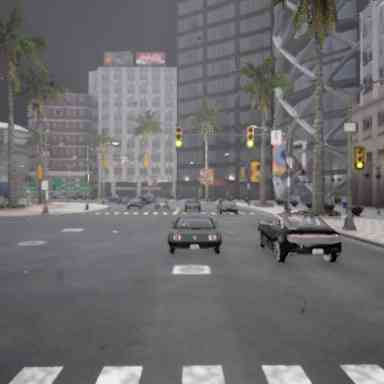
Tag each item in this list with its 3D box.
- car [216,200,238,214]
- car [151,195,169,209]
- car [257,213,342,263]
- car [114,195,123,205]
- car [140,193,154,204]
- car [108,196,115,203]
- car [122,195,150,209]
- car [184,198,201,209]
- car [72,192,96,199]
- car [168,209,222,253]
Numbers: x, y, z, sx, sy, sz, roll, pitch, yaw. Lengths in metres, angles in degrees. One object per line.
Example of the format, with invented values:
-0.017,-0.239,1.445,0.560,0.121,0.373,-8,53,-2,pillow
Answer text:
3.593,1.531,34.501,2.033,1.411,5.357,0,0,0,car
-3.954,1.470,44.138,2.128,1.511,4.902,0,0,-5,car
3.597,1.486,11.934,2.128,1.511,4.902,0,0,0,car
-11.461,1.536,57.576,1.994,1.385,4.181,0,0,-29,car
-7.609,1.194,58.224,2.150,2.045,5.566,0,0,-28,car
-14.939,1.445,67.290,5.008,1.535,1.882,0,0,41,car
-7.331,1.526,44.026,2.033,1.411,5.357,0,0,0,car
0.058,1.473,39.820,2.128,1.511,4.902,0,0,-1,car
-22.159,0.805,68.266,5.566,2.045,2.150,0,0,32,car
0.097,1.594,13.658,1.895,1.301,4.718,0,0,0,car
